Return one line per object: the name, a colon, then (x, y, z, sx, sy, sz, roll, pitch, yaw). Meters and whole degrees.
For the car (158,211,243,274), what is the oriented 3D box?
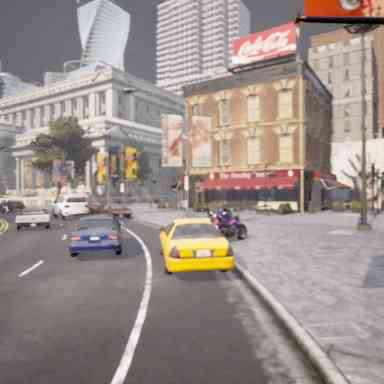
car: (-0.083, 1.482, 10.632, 1.801, 1.575, 5.366, 0, 0, -8)

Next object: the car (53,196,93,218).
car: (-11.032, 1.362, 30.021, 2.150, 2.045, 5.566, 0, 0, -33)

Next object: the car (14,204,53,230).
car: (-10.690, 1.722, 22.425, 1.895, 1.301, 4.718, 0, 0, -26)

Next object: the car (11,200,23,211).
car: (-23.601, 1.756, 43.156, 4.892, 1.490, 1.837, 0, -1, 37)

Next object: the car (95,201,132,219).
car: (-6.887, 1.708, 29.525, 1.895, 1.301, 4.718, 0, 0, -27)

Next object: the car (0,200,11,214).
car: (-23.142, 1.763, 38.483, 4.674, 1.442, 1.812, 0, 0, 41)

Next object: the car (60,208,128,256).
car: (-3.812, 1.603, 13.519, 2.033, 1.411, 5.357, 0, 0, -13)
